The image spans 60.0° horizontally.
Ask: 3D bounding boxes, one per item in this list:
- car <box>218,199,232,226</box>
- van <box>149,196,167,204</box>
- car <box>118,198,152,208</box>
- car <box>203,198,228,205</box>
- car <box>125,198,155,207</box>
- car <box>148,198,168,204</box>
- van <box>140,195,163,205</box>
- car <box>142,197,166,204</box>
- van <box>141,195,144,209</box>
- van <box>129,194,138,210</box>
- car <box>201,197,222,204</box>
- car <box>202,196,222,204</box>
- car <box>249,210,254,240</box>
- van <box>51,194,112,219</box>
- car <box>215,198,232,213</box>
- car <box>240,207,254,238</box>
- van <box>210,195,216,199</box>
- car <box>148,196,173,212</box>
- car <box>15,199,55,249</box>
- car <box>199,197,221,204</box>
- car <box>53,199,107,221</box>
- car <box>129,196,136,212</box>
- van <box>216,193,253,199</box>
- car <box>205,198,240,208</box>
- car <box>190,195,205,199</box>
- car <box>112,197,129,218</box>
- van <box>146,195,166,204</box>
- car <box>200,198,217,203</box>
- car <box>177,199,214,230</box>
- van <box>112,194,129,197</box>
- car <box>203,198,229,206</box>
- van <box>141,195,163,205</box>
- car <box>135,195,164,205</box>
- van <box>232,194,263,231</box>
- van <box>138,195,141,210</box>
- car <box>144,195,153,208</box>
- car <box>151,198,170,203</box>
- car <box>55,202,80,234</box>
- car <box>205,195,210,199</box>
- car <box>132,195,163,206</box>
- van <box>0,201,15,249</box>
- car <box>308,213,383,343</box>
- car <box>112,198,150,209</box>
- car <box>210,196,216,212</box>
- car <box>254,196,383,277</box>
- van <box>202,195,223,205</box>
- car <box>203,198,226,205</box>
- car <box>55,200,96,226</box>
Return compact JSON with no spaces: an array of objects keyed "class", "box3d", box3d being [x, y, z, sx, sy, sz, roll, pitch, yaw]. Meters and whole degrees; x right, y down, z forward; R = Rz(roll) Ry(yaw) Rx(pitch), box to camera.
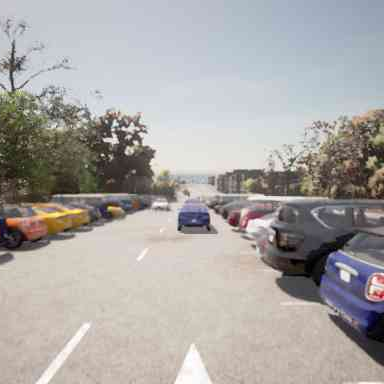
[{"class":"car","box3d":[4.586,1.453,24.622,4.792,1.488,2.163,0,0,0]},{"class":"van","box3d":[-8.603,1.972,85.597,4.442,1.987,1.878,0,-1,0]},{"class":"car","box3d":[-8.506,1.669,49.716,4.674,1.452,2.002,0,-1,0]},{"class":"car","box3d":[4.611,1.905,66.243,4.792,1.488,2.163,0,-1,0]},{"class":"car","box3d":[-8.508,1.749,55.131,4.674,1.452,2.002,0,-1,0]},{"class":"car","box3d":[-8.517,2.168,82.821,4.792,1.488,2.163,0,-1,0]},{"class":"van","box3d":[-8.380,1.690,69.109,4.442,1.987,1.878,0,-1,0]},{"class":"car","box3d":[-8.498,1.997,74.645,5.008,1.535,2.097,0,-1,0]},{"class":"van","box3d":[-8.631,1.279,41.285,4.442,1.987,1.878,0,-1,0]},{"class":"van","box3d":[-8.401,1.197,35.737,4.442,1.987,1.878,0,0,0]},{"class":"car","box3d":[4.596,2.090,80.123,4.892,1.521,2.231,0,-1,0]},{"class":"car","box3d":[4.557,1.916,77.346,4.553,1.767,2.185,0,-1,0]},{"class":"car","box3d":[4.518,1.471,10.743,4.792,1.488,2.163,0,0,0]},{"class":"van","box3d":[-8.641,1.196,24.806,4.442,1.987,1.878,0,0,0]},{"class":"car","box3d":[4.555,1.460,27.400,4.674,1.452,2.002,0,0,0]},{"class":"car","box3d":[4.546,1.478,13.519,4.674,1.452,2.002,0,0,0]},{"class":"van","box3d":[4.681,1.239,38.487,4.442,1.987,1.878,0,-1,0]},{"class":"car","box3d":[-3.566,1.511,38.552,1.812,1.442,4.674,0,-1,0]},{"class":"car","box3d":[-8.499,1.311,13.724,4.553,1.767,2.185,0,0,0]},{"class":"car","box3d":[4.406,2.139,82.890,5.366,1.575,1.946,0,-1,0]},{"class":"car","box3d":[-8.520,1.427,22.036,4.892,1.521,2.231,0,0,0]},{"class":"car","box3d":[-8.524,1.411,33.116,5.008,1.535,2.097,0,0,0]},{"class":"van","box3d":[4.676,1.191,30.175,4.442,1.987,1.878,0,0,0]},{"class":"car","box3d":[4.758,1.667,52.364,5.366,1.575,1.946,0,-1,0]},{"class":"car","box3d":[0.124,1.443,37.278,1.882,1.535,5.008,0,-1,0]},{"class":"car","box3d":[-8.338,1.415,27.578,5.366,1.575,1.946,0,0,0]},{"class":"van","box3d":[-8.383,1.816,77.434,4.442,1.987,1.878,0,-1,0]},{"class":"car","box3d":[4.592,2.395,93.989,4.892,1.521,2.231,0,-1,0]},{"class":"car","box3d":[0.113,1.426,20.627,1.882,1.535,5.008,0,0,0]},{"class":"van","box3d":[-8.404,1.189,30.345,4.442,1.987,1.878,0,0,0]},{"class":"car","box3d":[4.609,1.864,63.467,4.792,1.488,2.163,0,-1,0]},{"class":"van","box3d":[-8.611,1.731,71.879,4.442,1.987,1.878,0,-1,0]},{"class":"car","box3d":[-8.470,1.624,66.340,5.566,2.045,2.435,0,-1,0]},{"class":"van","box3d":[4.434,1.209,16.294,4.442,1.987,1.878,0,0,0]},{"class":"van","box3d":[-8.632,1.240,38.640,4.442,1.987,1.878,0,-1,0]},{"class":"car","box3d":[-8.484,1.294,44.055,5.566,2.045,2.435,0,-1,0]},{"class":"car","box3d":[-8.456,2.293,88.484,4.792,1.488,2.163,0,-1,0]},{"class":"car","box3d":[-8.524,1.433,16.370,5.008,1.535,2.097,0,0,0]},{"class":"car","box3d":[4.602,1.504,49.590,4.553,1.767,2.185,0,-1,0]},{"class":"car","box3d":[-8.472,1.583,63.570,5.566,2.045,2.435,0,-1,0]},{"class":"van","box3d":[-8.649,1.214,10.955,4.442,1.987,1.878,0,0,0]},{"class":"car","box3d":[4.512,1.326,5.194,4.553,1.767,2.185,0,0,0]},{"class":"car","box3d":[-8.505,1.588,46.946,5.008,1.535,2.097,0,-1,0]},{"class":"car","box3d":[4.532,1.442,32.958,4.792,1.488,2.163,0,0,0]},{"class":"car","box3d":[4.574,1.194,7.966,5.566,2.045,2.435,0,0,0]},{"class":"van","box3d":[4.468,1.731,71.798,4.442,1.987,1.878,0,-1,0]},{"class":"car","box3d":[4.612,1.946,69.018,4.792,1.488,2.163,0,-1,0]},{"class":"car","box3d":[-8.522,1.429,19.266,5.008,1.535,2.097,0,0,0]}]
